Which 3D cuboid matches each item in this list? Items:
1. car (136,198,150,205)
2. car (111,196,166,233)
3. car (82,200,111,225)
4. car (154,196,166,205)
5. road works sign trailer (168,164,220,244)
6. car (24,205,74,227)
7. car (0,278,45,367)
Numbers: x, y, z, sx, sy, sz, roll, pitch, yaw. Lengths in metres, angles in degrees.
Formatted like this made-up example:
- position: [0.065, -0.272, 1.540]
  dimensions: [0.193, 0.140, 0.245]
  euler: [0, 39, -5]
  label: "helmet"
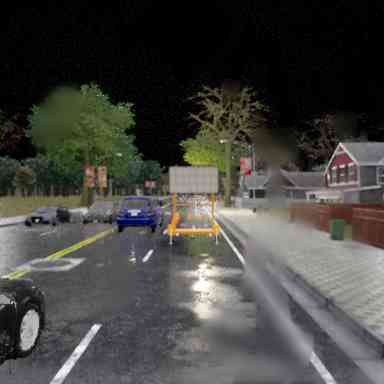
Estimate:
- position: [-9.416, 1.768, 64.242]
  dimensions: [1.895, 1.301, 4.718]
  euler: [0, 0, 1]
  label: "car"
- position: [-3.036, 1.255, 20.245]
  dimensions: [2.150, 2.045, 5.566]
  euler: [0, 0, 0]
  label: "car"
- position: [-6.462, 1.393, 24.535]
  dimensions: [2.097, 1.767, 4.553]
  euler: [0, 0, 0]
  label: "car"
- position: [-6.160, 1.648, 65.050]
  dimensions: [1.882, 1.535, 5.008]
  euler: [0, 0, 1]
  label: "car"
- position: [0.089, 0.488, 15.886]
  dimensions: [2.380, 3.560, 2.880]
  euler: [0, 0, 0]
  label: "road works sign trailer"
- position: [-9.722, 1.601, 22.885]
  dimensions: [1.994, 1.385, 4.181]
  euler: [0, 0, 0]
  label: "car"
- position: [-3.135, 1.509, 3.095]
  dimensions: [1.837, 1.490, 4.892]
  euler: [0, 0, 0]
  label: "car"
